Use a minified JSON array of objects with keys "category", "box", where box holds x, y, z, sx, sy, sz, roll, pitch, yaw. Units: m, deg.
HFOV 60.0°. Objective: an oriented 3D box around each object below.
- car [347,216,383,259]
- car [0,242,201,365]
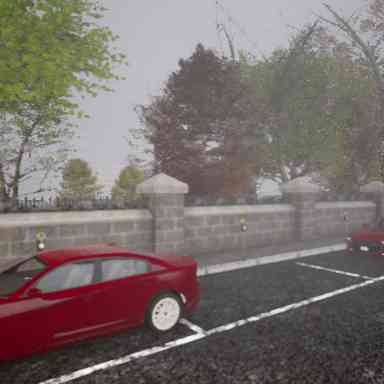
[{"category":"car","box":[7.227,1.517,11.716,4.507,1.381,1.887,0,0,-36]},{"category":"car","box":[-1.943,1.542,5.173,4.507,1.381,1.887,0,0,-36]}]
